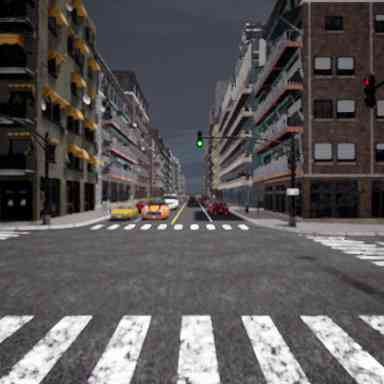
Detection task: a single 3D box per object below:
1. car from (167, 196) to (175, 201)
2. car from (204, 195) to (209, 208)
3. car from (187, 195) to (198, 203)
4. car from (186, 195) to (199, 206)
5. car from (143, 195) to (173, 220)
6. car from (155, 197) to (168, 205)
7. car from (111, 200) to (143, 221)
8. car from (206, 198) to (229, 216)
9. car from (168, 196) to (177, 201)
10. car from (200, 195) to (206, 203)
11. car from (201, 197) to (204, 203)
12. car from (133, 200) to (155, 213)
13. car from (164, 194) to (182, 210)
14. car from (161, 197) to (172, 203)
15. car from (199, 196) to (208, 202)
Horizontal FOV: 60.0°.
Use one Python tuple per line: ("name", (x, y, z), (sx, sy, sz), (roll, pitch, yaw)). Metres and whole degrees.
("car", (-5.528, 1.745, 88.888), (1.752, 1.417, 4.829), (1, 0, 0))
("car", (2.768, 1.532, 39.320), (1.967, 1.590, 4.097), (1, 0, 0))
("car", (0.123, 1.455, 70.038), (2.097, 1.767, 4.553), (0, 0, 0))
("car", (0.106, 1.647, 59.645), (1.837, 1.490, 4.892), (0, 0, 0))
("car", (-3.044, 1.421, 28.748), (2.097, 1.767, 4.553), (0, 0, 0))
("car", (-5.576, 1.673, 61.272), (1.752, 1.417, 4.829), (1, 0, 0))
("car", (-5.633, 1.592, 28.131), (1.752, 1.417, 4.829), (1, 0, 0))
("car", (2.757, 1.624, 33.796), (1.887, 1.381, 4.507), (1, 0, 0))
("car", (-5.518, 1.786, 94.582), (2.008, 1.369, 4.403), (1, 0, 0))
("car", (2.827, 1.490, 72.461), (2.192, 1.841, 5.009), (1, 0, 0))
("car", (2.785, 1.701, 50.366), (1.802, 1.307, 4.206), (1, 0, 0))
("car", (-5.614, 1.638, 39.348), (1.887, 1.381, 4.507), (1, 0, 0))
("car", (-2.963, 1.316, 44.204), (2.150, 2.045, 5.566), (0, 1, 3))
("car", (-5.557, 1.721, 72.489), (1.887, 1.381, 4.507), (1, 0, 0))
("car", (2.844, 1.770, 83.507), (1.947, 1.339, 4.313), (1, 0, 0))
